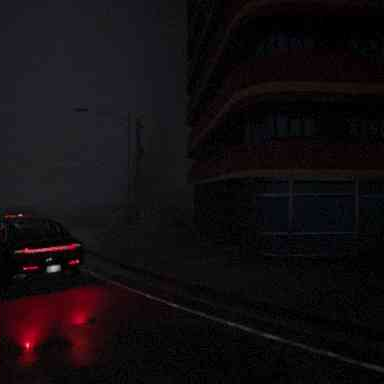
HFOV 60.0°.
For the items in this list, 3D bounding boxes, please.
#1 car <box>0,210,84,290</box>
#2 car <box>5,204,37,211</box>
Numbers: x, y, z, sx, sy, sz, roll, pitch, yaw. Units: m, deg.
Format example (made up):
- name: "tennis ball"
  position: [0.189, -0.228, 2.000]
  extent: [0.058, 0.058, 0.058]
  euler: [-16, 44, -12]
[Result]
- name: "car"
  position: [-4.642, 1.491, 9.277]
  extent: [2.128, 1.511, 4.902]
  euler: [0, 0, -40]
- name: "car"
  position: [-10.221, 1.503, 20.058]
  extent: [1.837, 1.490, 4.892]
  euler: [0, 0, -20]
